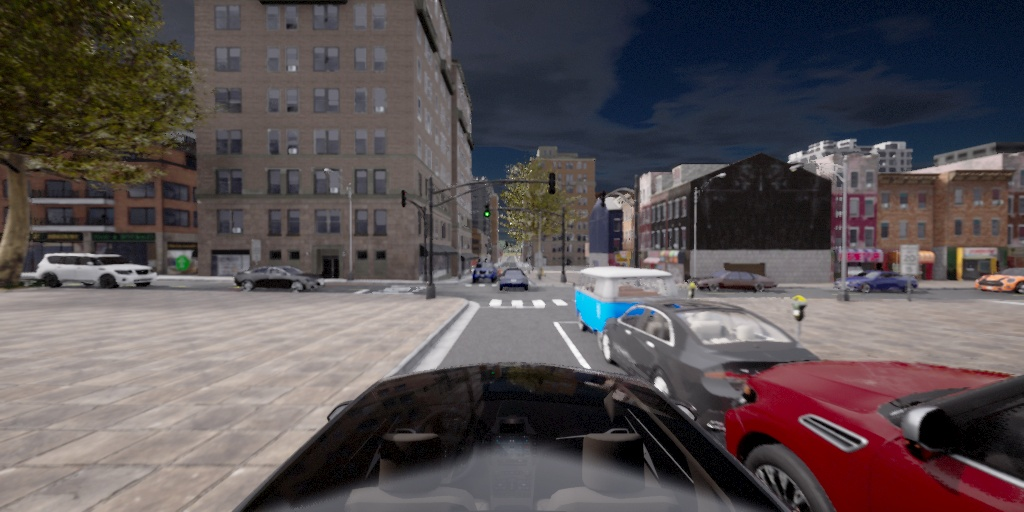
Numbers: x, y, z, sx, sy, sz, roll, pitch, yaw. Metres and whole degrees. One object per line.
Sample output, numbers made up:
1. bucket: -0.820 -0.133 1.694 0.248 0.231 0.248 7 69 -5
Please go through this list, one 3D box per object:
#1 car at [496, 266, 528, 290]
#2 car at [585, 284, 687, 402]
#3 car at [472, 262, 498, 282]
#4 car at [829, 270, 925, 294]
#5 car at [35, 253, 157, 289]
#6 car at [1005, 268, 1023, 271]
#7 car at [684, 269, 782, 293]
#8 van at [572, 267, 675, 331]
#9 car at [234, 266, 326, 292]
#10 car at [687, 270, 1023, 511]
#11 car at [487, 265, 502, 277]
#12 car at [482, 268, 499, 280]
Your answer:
1. car: 0.120 1.566 25.443 1.994 1.385 4.181 0 1 0
2. car: 2.636 1.348 5.596 2.007 1.370 4.403 0 0 0
3. car: -2.810 1.658 37.263 2.150 2.045 5.566 0 -2 1
4. car: 24.745 1.737 24.413 4.674 1.442 1.812 0 1 0
5. car: -24.720 0.875 21.424 5.566 2.045 2.150 1 1 0
6. car: 34.746 1.598 24.408 4.553 1.767 2.097 0 1 0
7. car: 14.920 1.682 24.409 5.357 1.411 2.033 0 1 0
8. van: 2.637 1.180 8.916 1.690 1.789 3.998 0 0 0
9. car: -13.784 1.342 21.438 4.902 1.511 2.128 1 1 0
10. car: 2.637 1.051 0.611 2.192 1.841 5.009 0 0 0
11. car: -2.681 2.331 56.708 2.097 1.767 4.553 0 -1 0
12. car: -2.745 2.254 46.840 1.837 1.490 4.892 0 -2 0
